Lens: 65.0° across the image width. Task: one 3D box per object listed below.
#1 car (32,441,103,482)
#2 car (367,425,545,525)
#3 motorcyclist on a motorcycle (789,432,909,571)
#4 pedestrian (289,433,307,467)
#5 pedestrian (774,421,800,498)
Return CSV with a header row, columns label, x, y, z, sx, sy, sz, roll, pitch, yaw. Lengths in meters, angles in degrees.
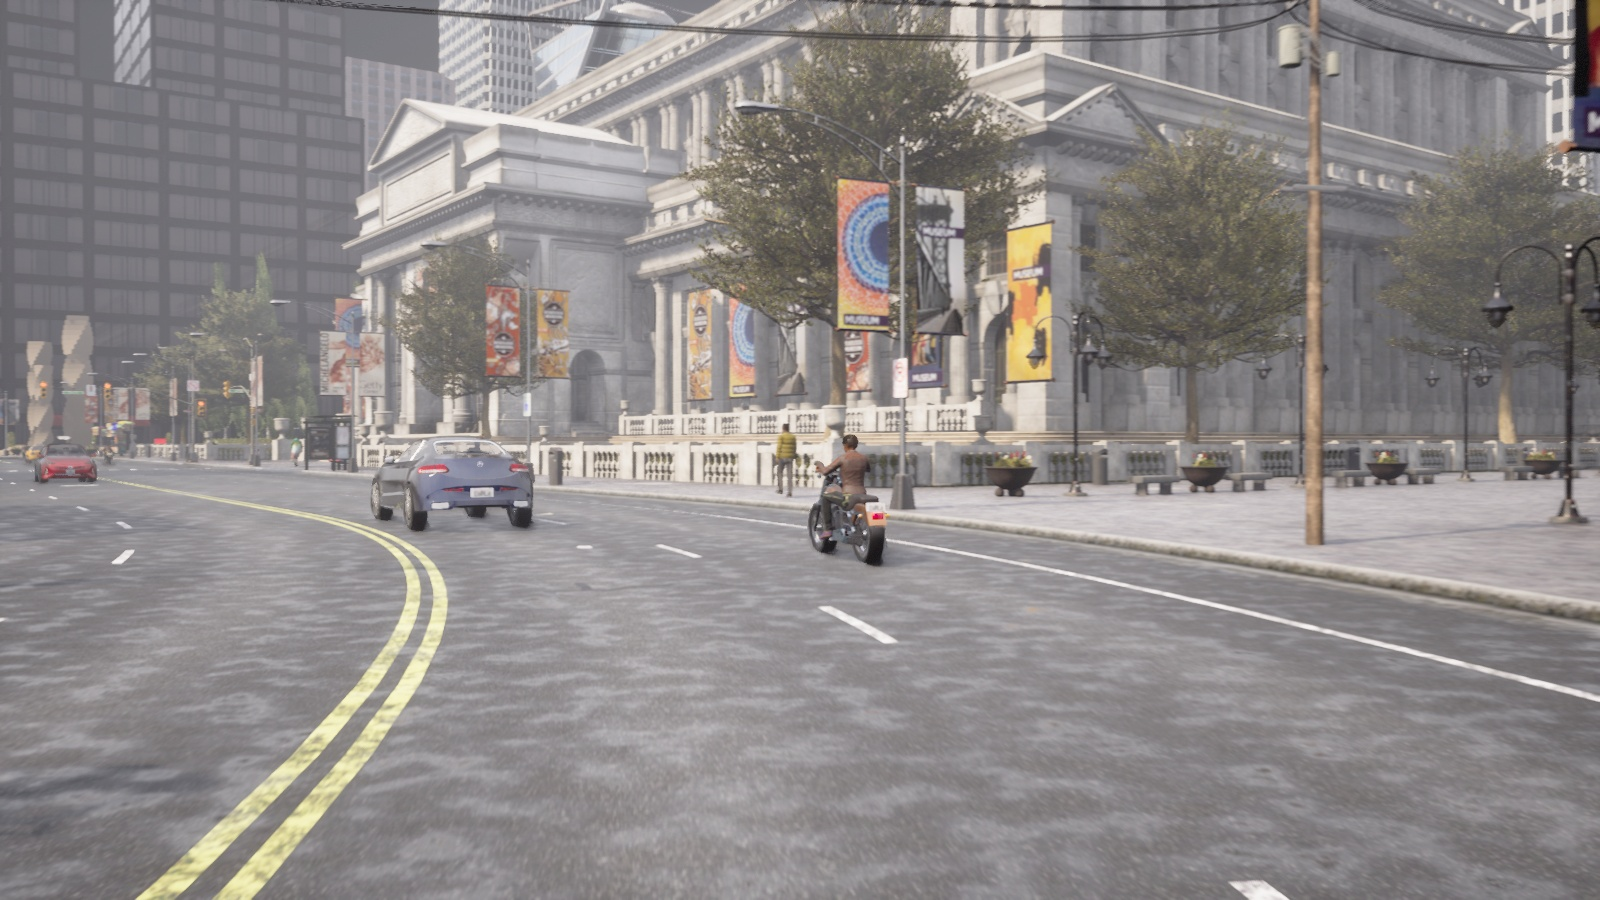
label,x,y,z,sx,sy,sz,roll,pitch,yaw
car,-28.887,0.417,49.445,2.007,1.525,4.514,0,0,-35
car,-6.545,0.393,23.442,2.152,1.651,5.027,0,0,-28
motorcyclist on a motorcycle,0.581,0.606,16.134,0.766,1.649,2.350,0,0,-18
pedestrian,-29.080,-0.004,72.707,0.659,1.952,0.873,0,0,-44
pedestrian,-0.317,0.231,30.548,0.431,1.840,0.709,0,0,-21
